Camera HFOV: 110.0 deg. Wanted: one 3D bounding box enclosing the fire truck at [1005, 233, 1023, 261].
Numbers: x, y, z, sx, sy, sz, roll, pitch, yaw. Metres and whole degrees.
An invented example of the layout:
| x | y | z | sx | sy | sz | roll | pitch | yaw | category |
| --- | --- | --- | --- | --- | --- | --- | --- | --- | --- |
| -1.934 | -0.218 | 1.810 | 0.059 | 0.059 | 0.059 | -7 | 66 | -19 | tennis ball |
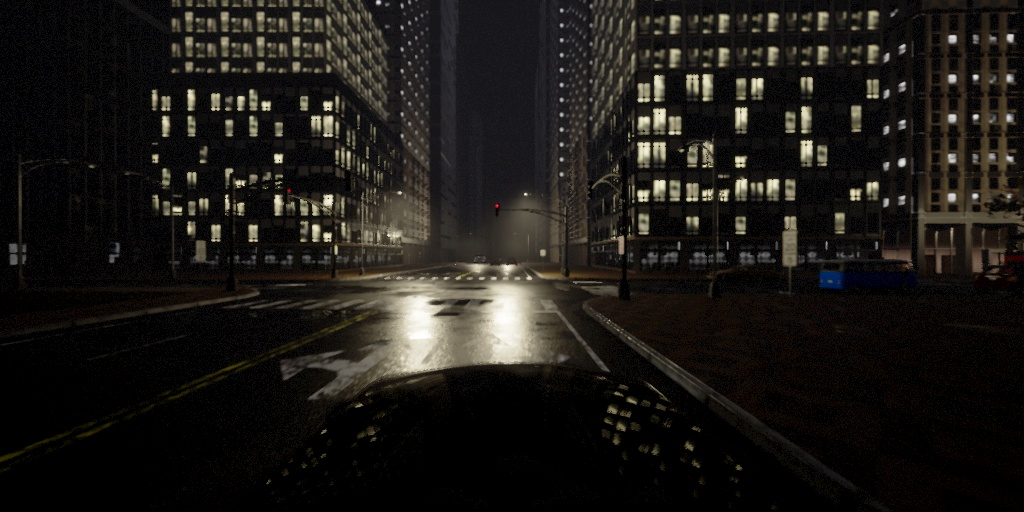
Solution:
| x | y | z | sx | sy | sz | roll | pitch | yaw | category |
| --- | --- | --- | --- | --- | --- | --- | --- | --- | --- |
| 37.978 | 0.076 | 23.270 | 8.468 | 3.827 | 2.891 | 0 | 0 | 2 | fire truck |

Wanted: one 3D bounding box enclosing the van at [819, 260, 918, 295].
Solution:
| x | y | z | sx | sy | sz | roll | pitch | yaw | category |
| --- | --- | --- | --- | --- | --- | --- | --- | --- | --- |
| 18.359 | 1.083 | 18.545 | 3.998 | 1.789 | 1.690 | 0 | 0 | 2 | van |

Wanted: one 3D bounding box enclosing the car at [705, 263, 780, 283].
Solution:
| x | y | z | sx | sy | sz | roll | pitch | yaw | category |
| --- | --- | --- | --- | --- | --- | --- | --- | --- | --- |
| 17.088 | 1.240 | 26.717 | 4.829 | 1.417 | 1.751 | 0 | 0 | 2 | car |

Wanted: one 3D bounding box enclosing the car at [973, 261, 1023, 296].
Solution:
| x | y | z | sx | sy | sz | roll | pitch | yaw | category |
| --- | --- | --- | --- | --- | --- | --- | --- | --- | --- |
| 26.637 | 1.188 | 18.357 | 4.097 | 1.591 | 1.967 | 0 | 0 | 2 | car |
